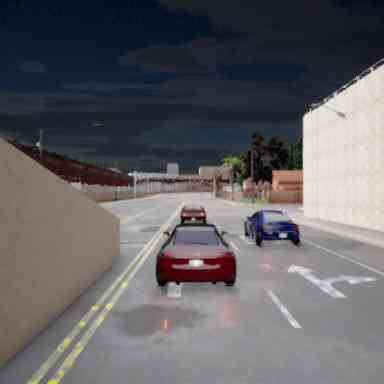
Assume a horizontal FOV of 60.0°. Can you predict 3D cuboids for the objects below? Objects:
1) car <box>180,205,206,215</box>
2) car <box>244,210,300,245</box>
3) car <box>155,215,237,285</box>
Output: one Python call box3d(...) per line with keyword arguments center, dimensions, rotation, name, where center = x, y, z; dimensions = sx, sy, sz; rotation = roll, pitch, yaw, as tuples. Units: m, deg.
box3d(center=(0.094, 1.636, 25.853), dimensions=(1.895, 1.301, 4.718), rotation=(0, 0, 0), name="car")
box3d(center=(3.597, 1.547, 15.445), dimensions=(1.812, 1.442, 4.674), rotation=(0, 0, 0), name="car")
box3d(center=(0.098, 1.578, 9.529), dimensions=(1.994, 1.385, 4.181), rotation=(0, 0, 0), name="car")
